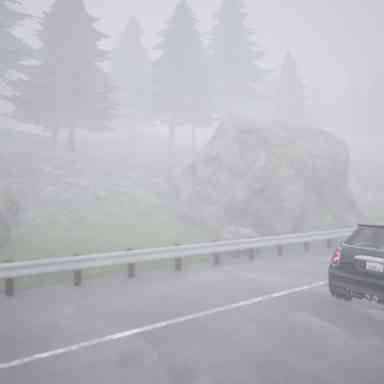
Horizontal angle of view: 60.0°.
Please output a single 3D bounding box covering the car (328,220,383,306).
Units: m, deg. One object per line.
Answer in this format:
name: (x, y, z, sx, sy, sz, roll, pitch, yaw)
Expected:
car: (5.010, 1.349, 7.093, 4.553, 1.767, 2.097, 0, 0, -34)
